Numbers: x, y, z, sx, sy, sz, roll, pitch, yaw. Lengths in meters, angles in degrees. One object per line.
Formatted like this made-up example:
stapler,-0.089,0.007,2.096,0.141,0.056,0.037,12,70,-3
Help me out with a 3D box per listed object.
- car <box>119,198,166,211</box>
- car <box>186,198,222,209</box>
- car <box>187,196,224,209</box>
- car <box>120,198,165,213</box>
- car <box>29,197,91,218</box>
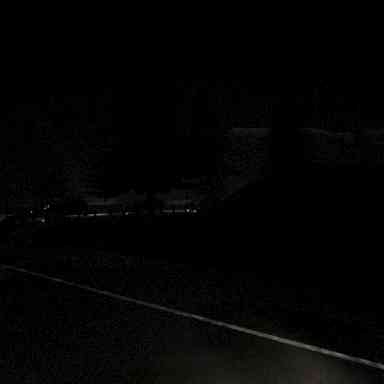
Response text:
car,-5.898,1.448,39.863,5.357,1.411,2.033,0,0,-42
car,1.668,1.514,45.750,4.718,1.301,1.895,0,0,-35
car,1.779,1.276,41.503,4.553,1.767,2.097,0,0,-35
car,-5.147,1.406,35.766,4.902,1.511,2.128,0,0,-42
car,-11.353,1.260,29.351,2.097,1.767,4.553,0,0,41
